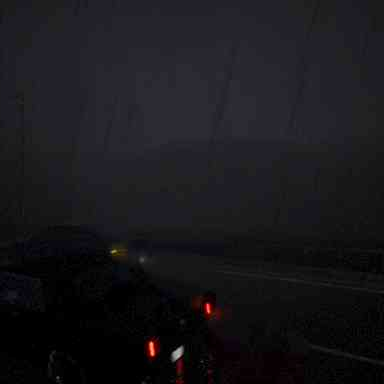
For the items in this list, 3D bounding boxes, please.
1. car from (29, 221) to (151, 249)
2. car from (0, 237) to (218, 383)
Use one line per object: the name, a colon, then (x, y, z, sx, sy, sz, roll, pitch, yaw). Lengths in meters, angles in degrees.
car: (-3.320, 1.557, 9.326, 4.674, 1.442, 1.812, 0, 0, 24)
car: (-2.115, 1.619, 4.979, 4.718, 1.301, 1.895, 0, 0, 28)
